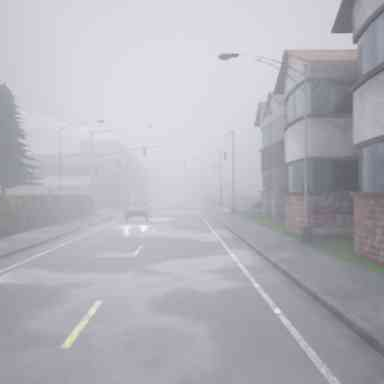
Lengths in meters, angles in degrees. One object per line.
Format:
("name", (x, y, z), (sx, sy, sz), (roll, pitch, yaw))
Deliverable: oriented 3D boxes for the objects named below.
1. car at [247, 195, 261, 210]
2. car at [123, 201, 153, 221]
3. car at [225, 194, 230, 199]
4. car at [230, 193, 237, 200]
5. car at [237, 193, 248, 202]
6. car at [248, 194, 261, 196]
("car", (9.440, 1.346, 37.895), (5.357, 1.411, 2.033), (0, 0, -4))
("car", (-4.257, 1.404, 27.076), (2.033, 1.411, 5.357), (0, 0, -2))
("car", (11.384, 1.122, 82.677), (4.605, 1.855, 1.932), (0, 0, -2))
("car", (11.880, 1.095, 79.784), (3.866, 1.878, 1.905), (0, 0, -2))
("car", (12.254, 1.156, 66.995), (5.027, 1.636, 2.152), (0, 0, -2))
("car", (12.765, 1.224, 60.590), (3.806, 1.475, 1.970), (0, 0, -2))
